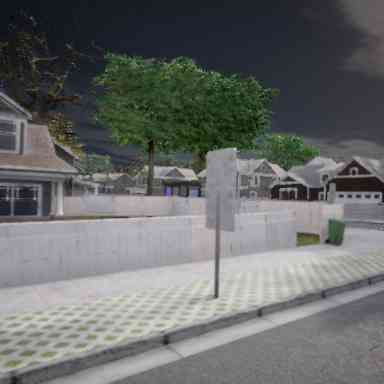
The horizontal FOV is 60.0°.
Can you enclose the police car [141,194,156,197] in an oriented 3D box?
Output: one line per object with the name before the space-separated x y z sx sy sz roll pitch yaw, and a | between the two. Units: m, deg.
police car | -5.836 1.099 43.661 1.930 1.638 5.238 2 -1 -36
